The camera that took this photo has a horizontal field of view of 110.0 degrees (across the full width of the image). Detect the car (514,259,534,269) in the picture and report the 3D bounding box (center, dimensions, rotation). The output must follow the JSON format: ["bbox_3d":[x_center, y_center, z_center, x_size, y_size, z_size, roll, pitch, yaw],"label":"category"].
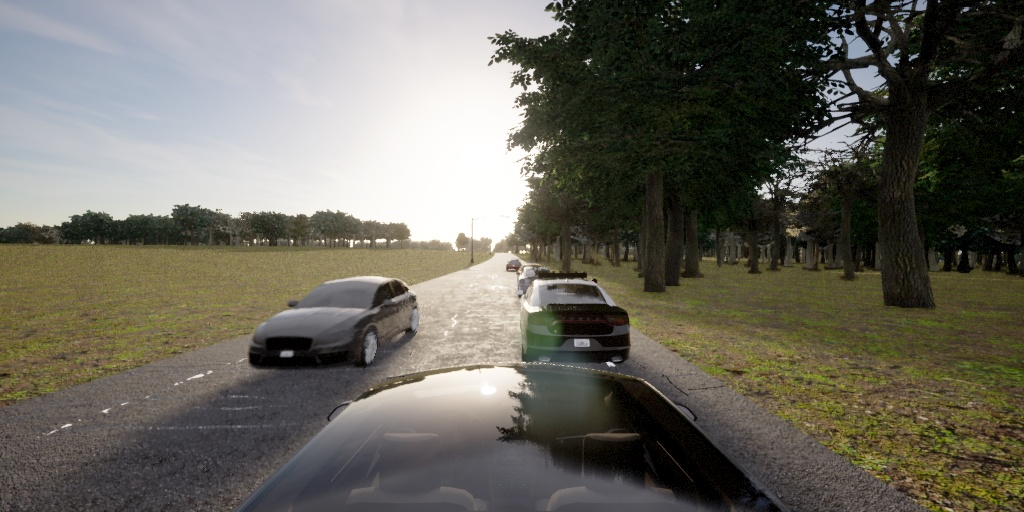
[{"bbox_3d":[1.246,1.153,24.349,1.801,1.575,5.366,0,0,0],"label":"car"}]

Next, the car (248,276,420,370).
[{"bbox_3d":[-3.429,1.248,7.922,1.837,1.490,4.892,0,0,1],"label":"car"}]

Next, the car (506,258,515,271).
[{"bbox_3d":[0.266,1.147,46.552,1.994,1.385,4.181,0,0,2],"label":"car"}]

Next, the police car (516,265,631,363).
[{"bbox_3d":[1.131,1.168,8.260,1.930,1.638,5.238,0,0,1],"label":"police car"}]

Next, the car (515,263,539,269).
[{"bbox_3d":[1.210,1.245,18.156,1.812,1.442,4.674,0,0,0],"label":"car"}]
